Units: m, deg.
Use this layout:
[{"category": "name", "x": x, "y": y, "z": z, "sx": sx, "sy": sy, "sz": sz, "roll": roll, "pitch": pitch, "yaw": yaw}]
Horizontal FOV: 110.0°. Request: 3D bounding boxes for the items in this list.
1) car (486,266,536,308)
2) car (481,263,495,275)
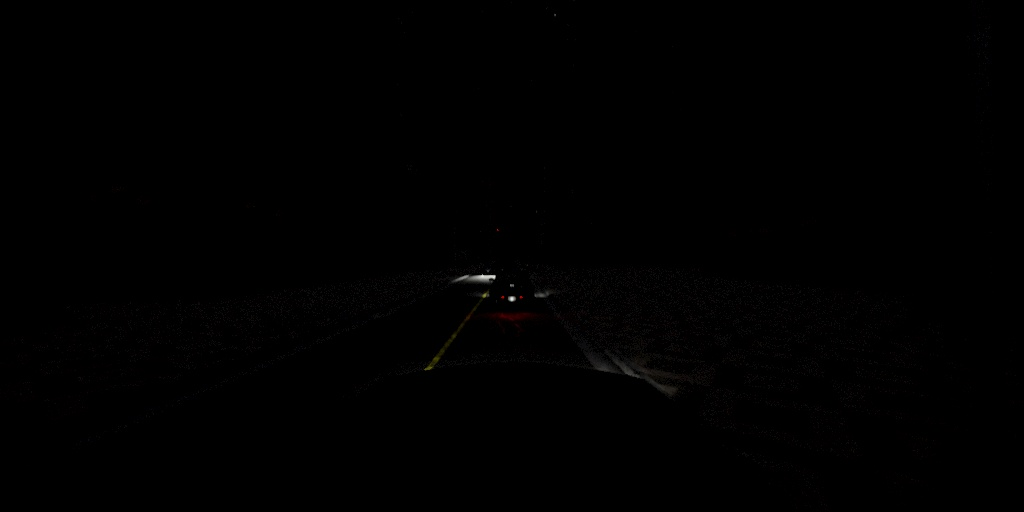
[{"category": "car", "x": 0.002, "y": 1.395, "z": 16.152, "sx": 1.837, "sy": 1.490, "sz": 4.892, "roll": 0, "pitch": 0, "yaw": 0}, {"category": "car", "x": -3.012, "y": 1.673, "z": 47.302, "sx": 2.128, "sy": 1.511, "sz": 4.902, "roll": 0, "pitch": -1, "yaw": 0}]
